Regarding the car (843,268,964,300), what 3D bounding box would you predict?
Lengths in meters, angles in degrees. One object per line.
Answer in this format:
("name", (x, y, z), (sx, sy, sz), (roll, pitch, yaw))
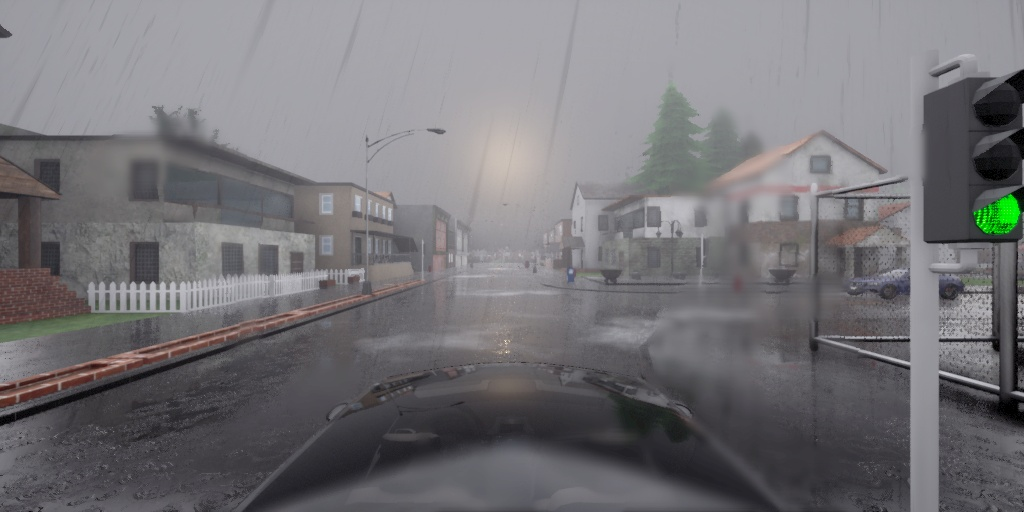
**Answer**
("car", (18.764, 1.275, 17.250), (4.674, 1.442, 1.812), (0, 0, -1))
